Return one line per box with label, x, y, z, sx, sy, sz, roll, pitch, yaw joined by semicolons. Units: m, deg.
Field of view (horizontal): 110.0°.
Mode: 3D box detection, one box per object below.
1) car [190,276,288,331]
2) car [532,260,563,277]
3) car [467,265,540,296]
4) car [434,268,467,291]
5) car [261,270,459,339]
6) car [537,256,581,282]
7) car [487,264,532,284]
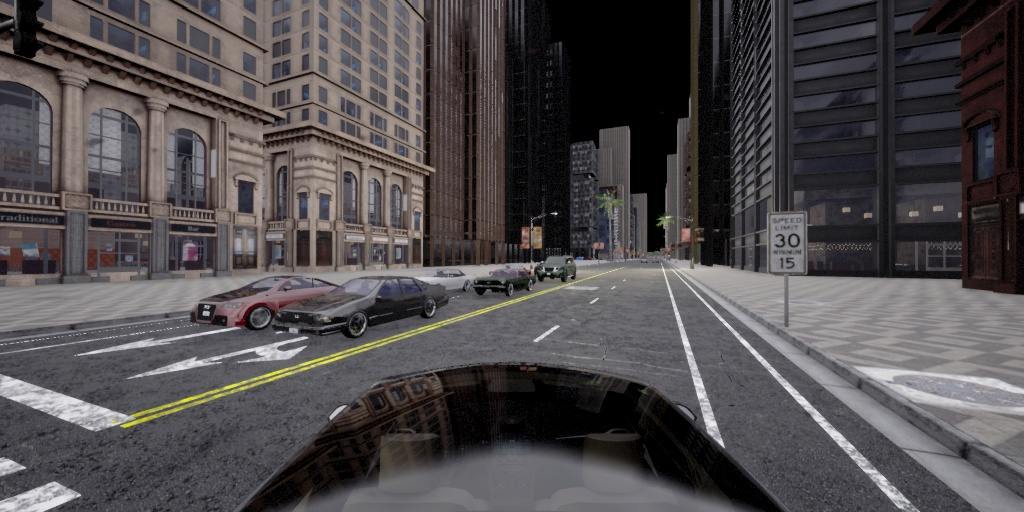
car;-7.198;1.316;11.173;1.994;1.385;4.181;0;0;23
car;3.836;1.251;37.915;1.882;1.535;5.008;0;0;23
car;-0.287;1.358;19.444;1.895;1.301;4.718;0;0;23
car;-3.871;1.357;19.278;1.895;1.301;4.718;0;0;22
car;-3.934;1.299;10.576;2.033;1.411;5.357;0;0;22
car;3.785;0.987;29.336;2.150;2.045;5.566;0;0;22
car;-0.081;1.364;28.490;1.895;1.301;4.718;0;0;23
